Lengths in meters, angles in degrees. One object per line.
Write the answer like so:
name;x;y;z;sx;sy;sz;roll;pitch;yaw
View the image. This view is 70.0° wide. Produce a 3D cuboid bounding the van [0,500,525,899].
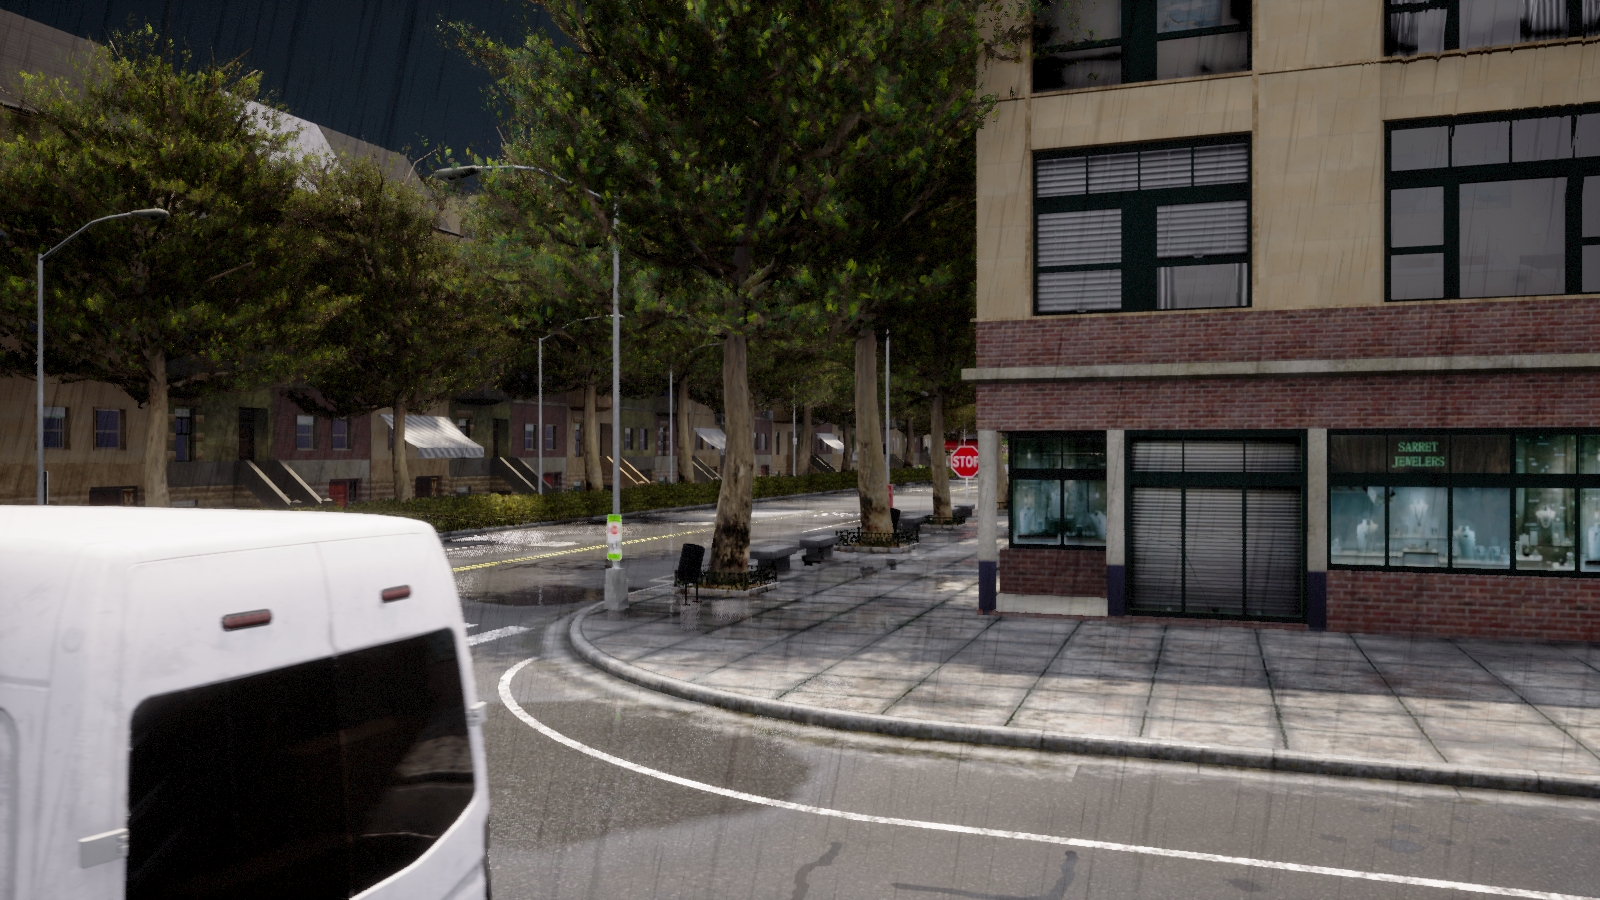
van;-4.271;1.536;4.868;5.915;2.561;1.988;0;0;20
